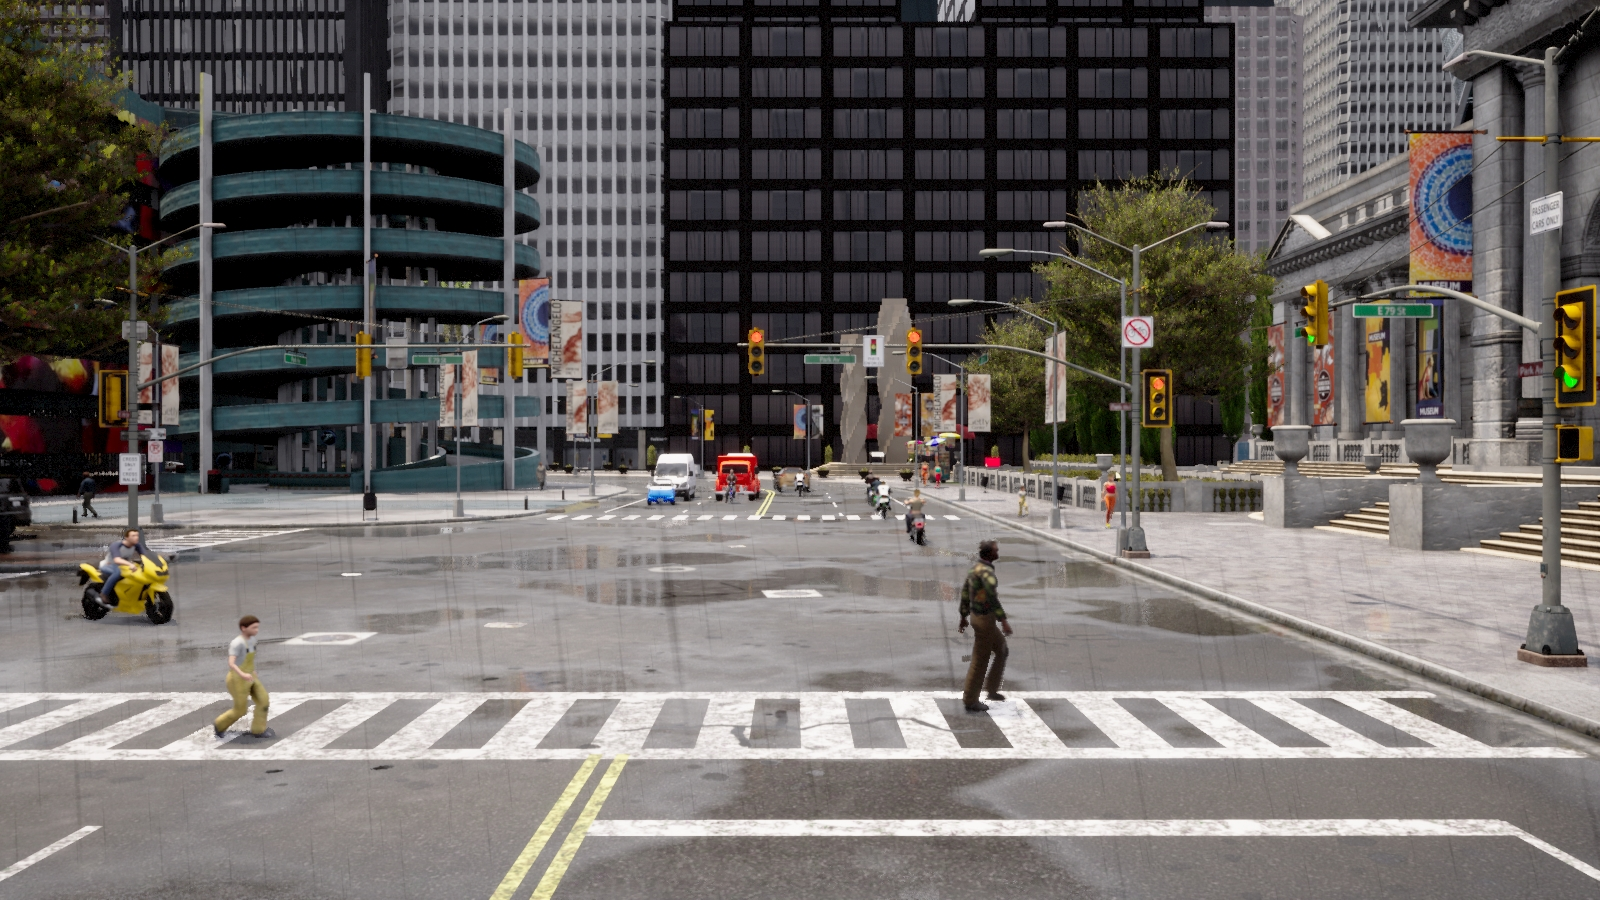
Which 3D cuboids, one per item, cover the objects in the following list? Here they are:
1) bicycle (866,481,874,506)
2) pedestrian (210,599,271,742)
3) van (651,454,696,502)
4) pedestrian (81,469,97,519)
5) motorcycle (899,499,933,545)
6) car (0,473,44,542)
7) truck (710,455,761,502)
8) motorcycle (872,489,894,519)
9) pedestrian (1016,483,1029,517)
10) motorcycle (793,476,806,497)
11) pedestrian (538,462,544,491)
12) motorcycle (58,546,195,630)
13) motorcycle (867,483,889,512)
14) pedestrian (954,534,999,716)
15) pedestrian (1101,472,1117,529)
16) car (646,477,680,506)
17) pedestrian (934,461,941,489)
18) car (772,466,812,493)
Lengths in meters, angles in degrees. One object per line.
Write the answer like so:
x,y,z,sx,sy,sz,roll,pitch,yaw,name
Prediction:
3.501,2.188,57.122,0.329,1.171,1.835,0,0,0,bicycle
-5.413,2.124,11.063,0.375,1.300,0.375,0,0,10,pedestrian
-7.042,1.510,64.165,1.988,2.561,5.915,0,0,-1,van
-27.192,1.679,43.699,0.375,1.860,0.375,0,0,15,pedestrian
3.504,2.156,34.675,0.764,1.277,2.356,0,0,0,motorcycle
-27.040,1.766,35.599,5.566,2.045,2.150,0,0,0,car
-3.541,1.543,64.074,2.627,2.467,5.204,0,0,-1,truck
3.391,2.195,46.721,0.803,1.145,2.033,0,0,2,motorcycle
8.689,1.959,44.663,0.375,1.300,0.375,0,0,-21,pedestrian
-0.032,2.186,68.701,0.803,1.145,2.033,0,0,0,motorcycle
-16.557,1.668,73.104,0.375,1.860,0.375,0,0,-9,pedestrian
-10.869,2.204,18.443,2.033,1.145,0.803,1,1,21,motorcycle
3.530,2.162,51.966,0.856,1.236,1.805,0,0,0,motorcycle
1.874,1.842,12.136,0.375,1.860,0.375,0,0,-10,pedestrian
10.275,1.681,38.004,0.375,1.860,0.375,0,0,-10,pedestrian
-6.988,2.098,58.266,1.481,1.376,2.207,0,0,0,car
9.086,1.667,75.553,0.375,1.860,0.375,0,0,-6,pedestrian
-0.592,1.962,77.024,2.152,1.651,5.027,0,0,-6,car
